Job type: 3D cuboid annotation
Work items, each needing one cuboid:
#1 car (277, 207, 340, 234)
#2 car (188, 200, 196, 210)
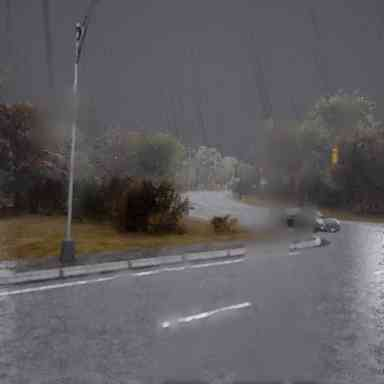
[{"bbox_3d":[8.231,1.927,23.759,2.097,1.767,4.553,3,-2,-26],"label":"car"},{"bbox_3d":[-0.812,1.776,47.629,1.837,1.490,4.892,2,2,-15],"label":"car"}]
